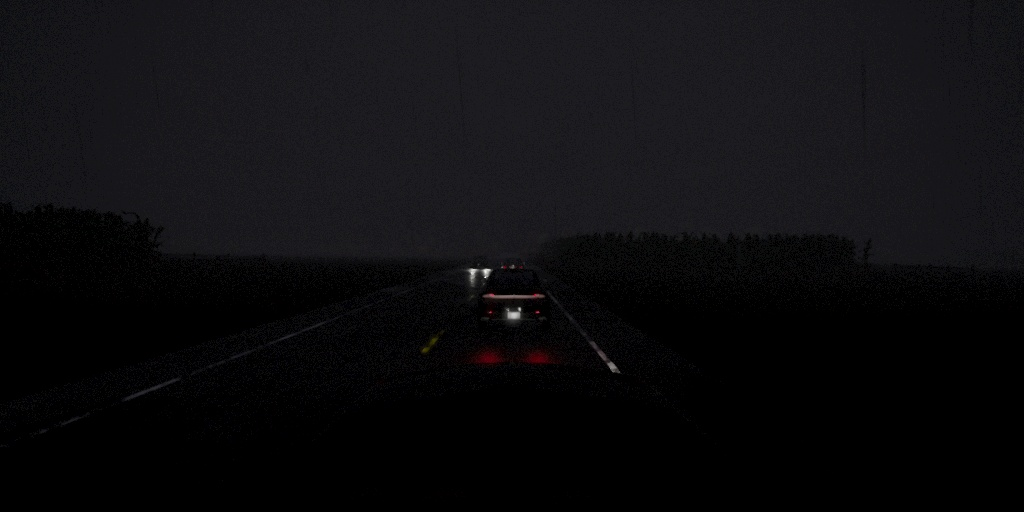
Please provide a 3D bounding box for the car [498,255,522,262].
[{"bbox_3d":[0.073,0.860,29.609,2.033,1.411,5.357,0,1,0],"label":"car"}]

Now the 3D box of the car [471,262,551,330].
[{"bbox_3d":[0.057,1.103,10.574,2.128,1.511,4.902,0,1,0],"label":"car"}]

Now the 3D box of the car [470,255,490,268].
[{"bbox_3d":[-3.610,0.637,41.025,1.837,1.490,4.892,0,1,0],"label":"car"}]
